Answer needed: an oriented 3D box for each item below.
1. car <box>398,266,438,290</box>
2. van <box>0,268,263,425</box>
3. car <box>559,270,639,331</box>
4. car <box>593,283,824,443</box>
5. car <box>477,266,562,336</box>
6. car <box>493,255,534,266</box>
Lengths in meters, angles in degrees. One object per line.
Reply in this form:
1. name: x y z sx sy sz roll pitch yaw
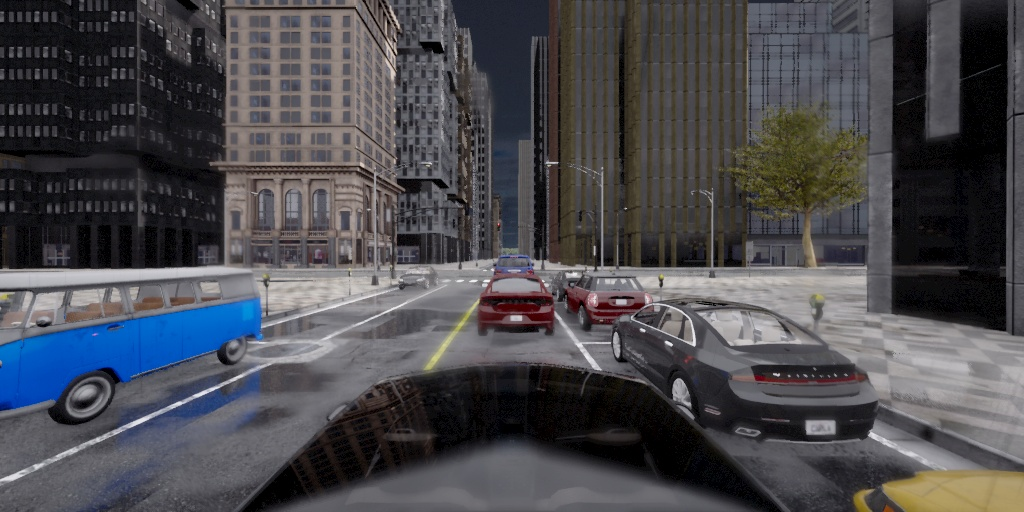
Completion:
1. car: -5.730 1.296 22.325 2.007 1.370 4.403 0 0 0
2. van: -5.756 1.091 5.402 1.690 1.789 3.998 0 0 0
3. car: 2.778 1.188 11.031 1.967 1.591 4.097 0 0 0
4. car: 2.769 1.300 5.390 2.007 1.370 4.403 0 0 0
5. car: 0.107 1.226 10.417 1.882 1.535 5.008 0 0 0
6. car: 0.105 0.967 20.301 2.150 2.045 5.566 0 0 0
